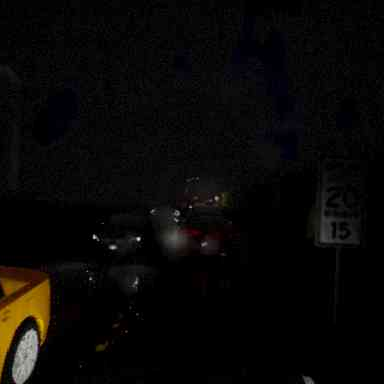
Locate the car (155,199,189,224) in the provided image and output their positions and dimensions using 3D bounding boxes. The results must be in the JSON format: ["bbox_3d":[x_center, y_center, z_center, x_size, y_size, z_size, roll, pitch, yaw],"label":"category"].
[{"bbox_3d":[-1.682,1.390,23.902,2.097,1.767,4.553,2,0,3],"label":"car"}]

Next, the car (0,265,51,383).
[{"bbox_3d":[-2.791,1.364,2.293,1.882,1.535,5.008,2,0,1],"label":"car"}]

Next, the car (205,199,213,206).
[{"bbox_3d":[4.403,2.797,84.708,1.994,1.385,4.181,2,-1,3],"label":"car"}]

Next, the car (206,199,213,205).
[{"bbox_3d":[4.946,2.813,94.689,2.033,1.411,5.357,2,-1,3],"label":"car"}]

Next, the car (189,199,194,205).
[{"bbox_3d":[-0.799,1.595,38.758,2.097,1.767,4.553,2,-1,3],"label":"car"}]

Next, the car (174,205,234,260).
[{"bbox_3d":[0.565,1.532,12.970,1.882,1.535,5.008,2,0,3],"label":"car"}]

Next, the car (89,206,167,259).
[{"bbox_3d":[-2.312,1.461,12.622,1.812,1.442,4.674,2,0,3],"label":"car"}]
